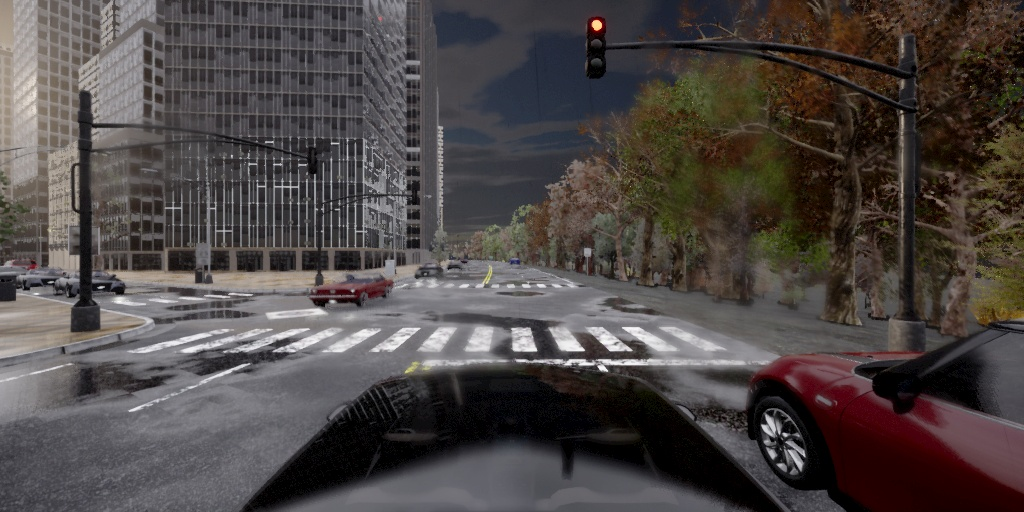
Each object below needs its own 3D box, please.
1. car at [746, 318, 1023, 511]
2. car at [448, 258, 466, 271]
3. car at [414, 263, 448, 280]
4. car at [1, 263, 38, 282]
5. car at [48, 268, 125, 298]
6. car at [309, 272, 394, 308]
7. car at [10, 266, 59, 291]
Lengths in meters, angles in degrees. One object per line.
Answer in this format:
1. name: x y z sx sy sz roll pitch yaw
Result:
1. car: 3.320 1.070 1.725 2.097 1.767 4.553 -1 -1 2
2. car: -7.948 1.371 49.972 1.895 1.301 4.718 0 0 -3
3. car: -7.146 1.322 31.338 1.994 1.385 4.181 0 0 -2
4. car: -41.285 1.586 29.549 4.892 1.490 1.837 -1 0 28
5. car: -23.394 1.491 19.835 4.181 1.385 1.994 0 0 29
6. car: -6.759 1.392 15.639 1.895 1.301 4.718 -1 0 -1
7. car: -32.131 1.565 24.576 4.181 1.385 1.994 0 0 29
